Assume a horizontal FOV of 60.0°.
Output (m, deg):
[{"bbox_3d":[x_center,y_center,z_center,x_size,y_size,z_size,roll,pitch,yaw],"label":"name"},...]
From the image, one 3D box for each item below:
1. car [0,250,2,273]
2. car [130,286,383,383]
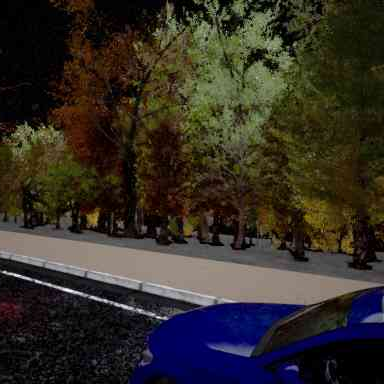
[{"bbox_3d":[-6.723,1.503,8.504,4.892,1.490,1.837,0,0,36],"label":"car"},{"bbox_3d":[1.598,1.526,2.544,4.674,1.442,1.812,0,0,36],"label":"car"}]
